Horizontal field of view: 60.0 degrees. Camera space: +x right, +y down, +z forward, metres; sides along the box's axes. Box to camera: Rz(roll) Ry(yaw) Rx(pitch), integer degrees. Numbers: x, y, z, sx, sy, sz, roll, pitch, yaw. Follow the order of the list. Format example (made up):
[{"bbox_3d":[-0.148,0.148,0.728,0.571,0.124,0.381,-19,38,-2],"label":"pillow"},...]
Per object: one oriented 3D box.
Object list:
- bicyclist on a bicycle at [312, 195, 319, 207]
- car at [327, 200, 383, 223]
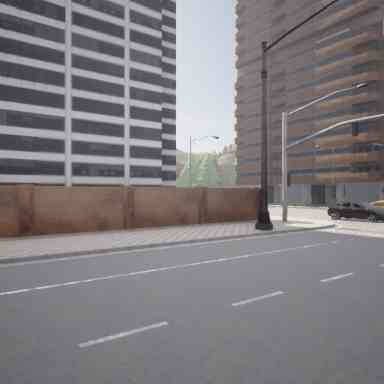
[{"bbox_3d":[17.250,1.301,46.287,1.656,1.620,0.582,0,0,-36],"label":"bicyclist on a bicycle"},{"bbox_3d":[12.967,1.505,25.765,1.837,1.490,4.892,0,0,-36],"label":"car"}]
